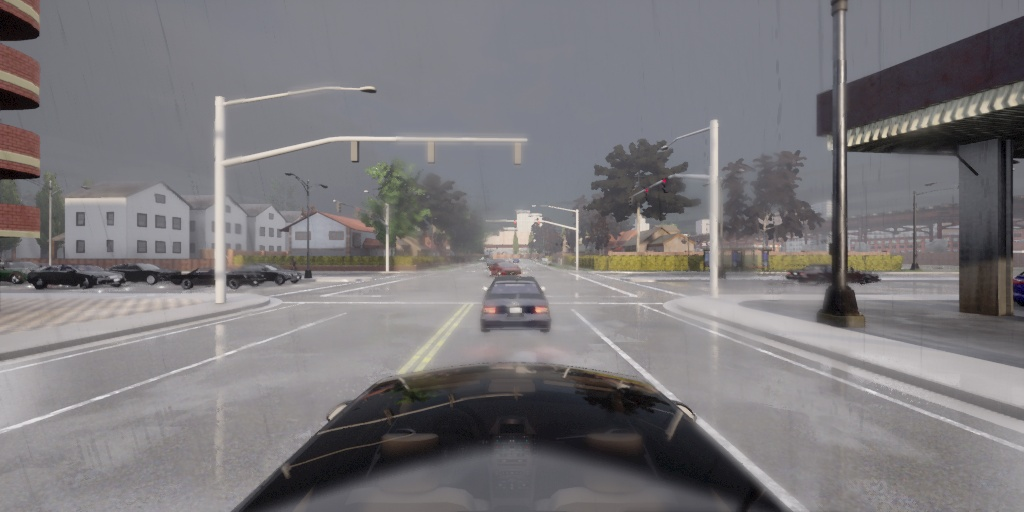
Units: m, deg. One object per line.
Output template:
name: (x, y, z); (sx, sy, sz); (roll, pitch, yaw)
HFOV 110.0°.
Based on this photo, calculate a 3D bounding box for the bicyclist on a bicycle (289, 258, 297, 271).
bicyclist on a bicycle: (-26.527, 1.051, 43.416); (0.582, 1.620, 1.656); (0, 0, 1)

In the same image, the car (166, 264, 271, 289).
car: (-18.094, 1.351, 22.285); (4.718, 1.301, 1.895); (0, 0, 1)

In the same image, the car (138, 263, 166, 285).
car: (-26.772, 1.228, 25.935); (5.008, 1.535, 1.882); (0, 0, 1)

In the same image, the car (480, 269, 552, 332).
car: (0.085, 1.297, 10.768); (2.033, 1.411, 5.357); (0, 0, 0)

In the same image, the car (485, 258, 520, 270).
car: (-0.723, 1.227, 32.641); (1.882, 1.535, 5.008); (-1, 0, -18)

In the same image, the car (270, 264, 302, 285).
car: (-17.710, 1.276, 25.812); (4.674, 1.442, 1.812); (0, 0, 1)

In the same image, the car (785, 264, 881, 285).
car: (22.395, 1.297, 25.151); (5.357, 1.411, 2.033); (0, 0, 1)

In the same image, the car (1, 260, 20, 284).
car: (-36.057, 1.102, 26.084); (4.553, 1.767, 2.097); (0, 0, 1)

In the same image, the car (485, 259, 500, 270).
car: (-2.831, 1.254, 53.373); (1.837, 1.490, 4.892); (0, 0, 1)

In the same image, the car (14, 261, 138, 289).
car: (-27.126, 1.242, 22.442); (4.902, 1.511, 2.128); (0, 0, 1)
